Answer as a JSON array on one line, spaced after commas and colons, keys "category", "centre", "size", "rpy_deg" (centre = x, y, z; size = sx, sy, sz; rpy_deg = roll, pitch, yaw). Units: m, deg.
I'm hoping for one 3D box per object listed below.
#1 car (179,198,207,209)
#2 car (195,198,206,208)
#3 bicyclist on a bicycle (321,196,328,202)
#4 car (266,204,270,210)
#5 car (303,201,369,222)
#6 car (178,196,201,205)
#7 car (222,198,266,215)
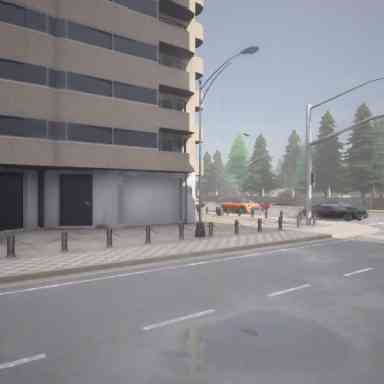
[{"category": "car", "centre": [0.143, 1.619, 48.535], "size": [1.994, 1.385, 4.181], "rpy_deg": [0, 0, -36]}, {"category": "car", "centre": [-0.733, 1.533, 43.763], "size": [1.882, 1.535, 5.008], "rpy_deg": [0, 0, -36]}, {"category": "bicyclist on a bicycle", "centre": [17.332, 1.356, 43.463], "size": [1.656, 1.620, 0.582], "rpy_deg": [0, 0, -36]}, {"category": "car", "centre": [6.897, 1.656, 39.156], "size": [1.895, 1.301, 4.718], "rpy_deg": [0, 0, -36]}, {"category": "car", "centre": [11.510, 1.656, 26.779], "size": [1.895, 1.301, 4.718], "rpy_deg": [0, 0, -36]}, {"category": "car", "centre": [-0.534, 1.581, 61.754], "size": [1.812, 1.442, 4.674], "rpy_deg": [0, 0, -36]}, {"category": "car", "centre": [5.224, 1.406, 35.493], "size": [2.097, 1.767, 4.553], "rpy_deg": [0, 0, -36]}]
